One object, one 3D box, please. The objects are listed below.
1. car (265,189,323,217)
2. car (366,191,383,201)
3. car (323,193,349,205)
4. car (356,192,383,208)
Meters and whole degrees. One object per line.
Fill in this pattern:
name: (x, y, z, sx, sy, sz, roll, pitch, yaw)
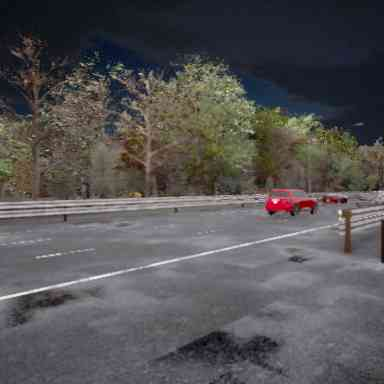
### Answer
car: (7.974, 0.810, 26.379, 2.150, 2.045, 5.566, 0, 1, 44)
car: (31.188, 0.660, 56.047, 2.128, 1.511, 4.902, 0, 1, 44)
car: (18.357, 0.848, 42.397, 1.882, 1.535, 5.008, 0, 1, 44)
car: (16.586, 1.001, 30.370, 2.128, 1.511, 4.902, 0, 1, 44)
